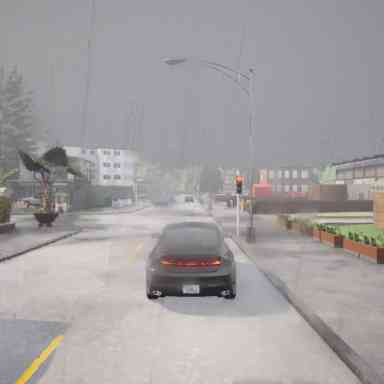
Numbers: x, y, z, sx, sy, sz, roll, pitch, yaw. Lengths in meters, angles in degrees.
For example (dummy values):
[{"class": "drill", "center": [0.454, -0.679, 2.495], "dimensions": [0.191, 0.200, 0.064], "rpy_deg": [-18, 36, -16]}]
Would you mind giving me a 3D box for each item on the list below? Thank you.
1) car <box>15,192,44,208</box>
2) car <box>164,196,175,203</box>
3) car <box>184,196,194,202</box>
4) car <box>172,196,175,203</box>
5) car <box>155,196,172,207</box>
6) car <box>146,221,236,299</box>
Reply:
[{"class": "car", "center": [-20.154, 0.985, 42.086], "dimensions": [1.905, 1.878, 3.866], "rpy_deg": [0, 0, 34]}, {"class": "car", "center": [-4.665, 1.525, 70.431], "dimensions": [2.128, 1.511, 4.902], "rpy_deg": [0, 0, -1]}, {"class": "car", "center": [-0.675, 1.520, 73.163], "dimensions": [2.128, 1.511, 4.902], "rpy_deg": [0, 0, -1]}, {"class": "car", "center": [-4.637, 1.477, 60.001], "dimensions": [1.882, 1.535, 5.008], "rpy_deg": [0, 0, 0]}, {"class": "car", "center": [-4.571, 1.477, 50.588], "dimensions": [1.882, 1.535, 5.008], "rpy_deg": [0, 0, 0]}, {"class": "car", "center": [-0.016, 1.505, 8.424], "dimensions": [1.837, 1.490, 4.892], "rpy_deg": [0, 0, 0]}]
